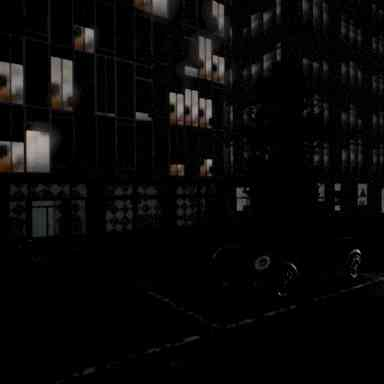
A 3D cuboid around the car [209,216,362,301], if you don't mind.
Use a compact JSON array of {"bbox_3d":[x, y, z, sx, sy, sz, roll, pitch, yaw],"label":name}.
[{"bbox_3d":[2.355,1.438,8.234,4.097,1.590,1.967,0,-1,-35],"label":"car"}]
